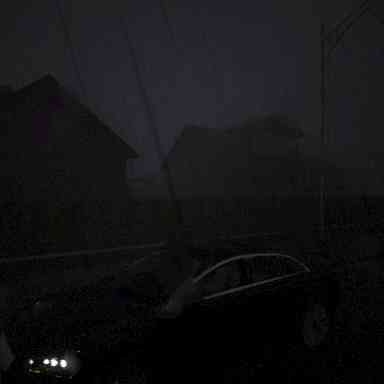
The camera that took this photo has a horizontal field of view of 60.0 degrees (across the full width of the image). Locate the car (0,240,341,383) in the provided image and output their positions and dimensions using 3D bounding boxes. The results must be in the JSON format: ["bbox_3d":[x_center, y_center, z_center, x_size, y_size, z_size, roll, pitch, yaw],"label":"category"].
[{"bbox_3d":[0.107,1.497,4.672,4.902,1.511,2.128,0,0,-35],"label":"car"}]
